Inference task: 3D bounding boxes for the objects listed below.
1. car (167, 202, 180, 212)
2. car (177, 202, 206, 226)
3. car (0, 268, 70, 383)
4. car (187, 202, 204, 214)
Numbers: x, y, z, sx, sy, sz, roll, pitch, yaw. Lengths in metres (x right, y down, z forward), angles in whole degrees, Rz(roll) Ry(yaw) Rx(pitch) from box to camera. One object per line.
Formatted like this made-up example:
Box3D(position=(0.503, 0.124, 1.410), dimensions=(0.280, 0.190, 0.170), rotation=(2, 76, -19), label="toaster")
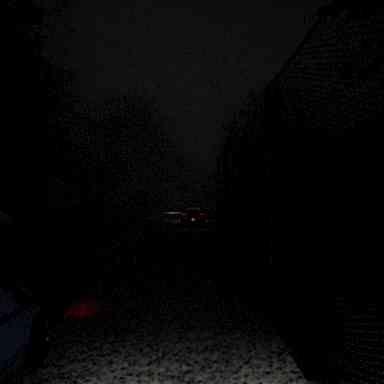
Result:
Box3D(position=(-2.218, 2.107, 46.495), dimensions=(1.994, 1.385, 4.181), rotation=(0, -1, 4), label="car")
Box3D(position=(0.078, 1.702, 24.857), dimensions=(1.812, 1.442, 4.674), rotation=(0, -1, 0), label="car")
Box3D(position=(-2.853, 1.553, 3.014), dimensions=(2.033, 1.411, 5.357), rotation=(0, 0, 0), label="car")
Box3D(position=(0.491, 2.023, 42.863), dimensions=(2.033, 1.411, 5.357), rotation=(0, -1, 3), label="car")
